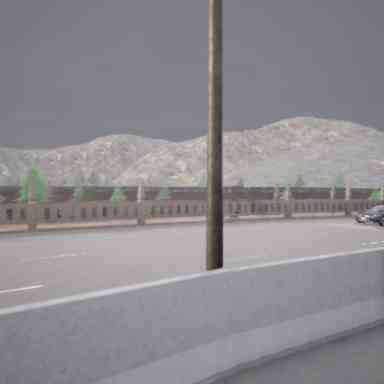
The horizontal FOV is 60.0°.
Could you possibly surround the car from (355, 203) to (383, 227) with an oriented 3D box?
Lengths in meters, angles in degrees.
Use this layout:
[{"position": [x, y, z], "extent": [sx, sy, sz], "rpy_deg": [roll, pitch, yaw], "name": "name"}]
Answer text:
[{"position": [13.389, 1.499, 22.691], "extent": [4.674, 1.442, 1.812], "rpy_deg": [0, 0, -22], "name": "car"}]
